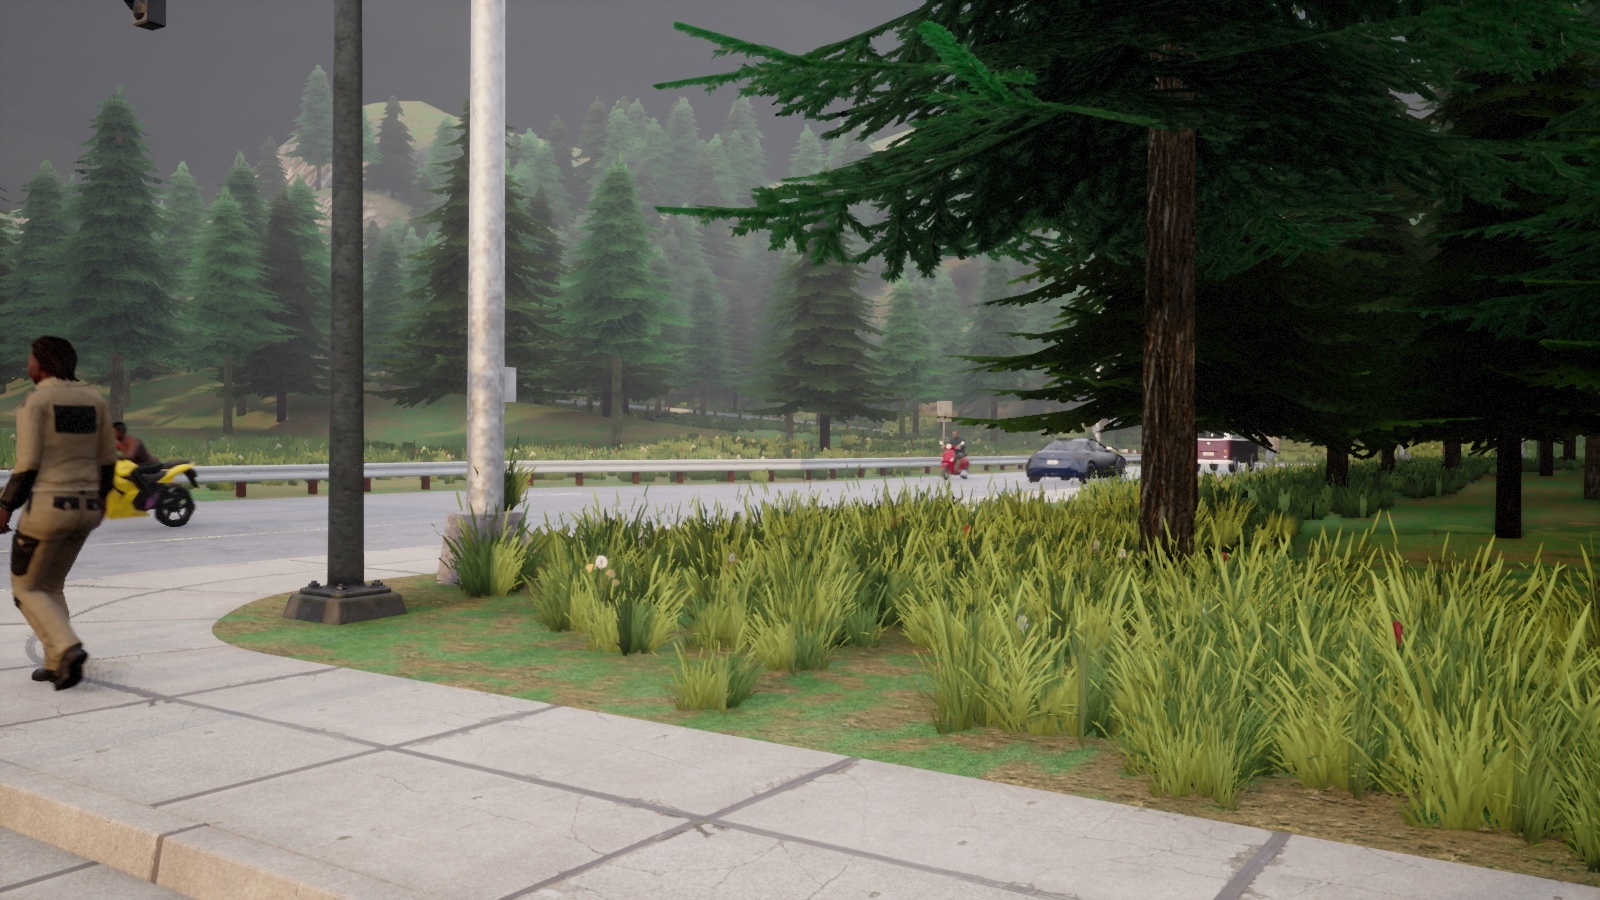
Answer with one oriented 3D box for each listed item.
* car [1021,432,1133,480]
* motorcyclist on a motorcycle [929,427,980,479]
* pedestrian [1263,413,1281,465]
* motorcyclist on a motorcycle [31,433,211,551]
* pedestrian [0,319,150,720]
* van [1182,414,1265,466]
[{"bbox_3d":[8.607,0.161,38.814,1.994,1.385,4.181,0,1,34],"label":"car"},{"bbox_3d":[4.868,0.075,39.511,0.866,1.590,1.817,0,1,34],"label":"motorcyclist on a motorcycle"},{"bbox_3d":[16.581,-0.386,44.137,0.354,1.836,0.706,0,1,43],"label":"pedestrian"},{"bbox_3d":[-9.362,0.534,17.400,0.797,1.523,2.044,0,1,33],"label":"motorcyclist on a motorcycle"},{"bbox_3d":[-3.721,0.334,6.343,0.692,1.930,0.396,0,1,22],"label":"pedestrian"},{"bbox_3d":[17.456,-0.436,51.694,2.069,2.038,4.480,0,1,35],"label":"van"}]
